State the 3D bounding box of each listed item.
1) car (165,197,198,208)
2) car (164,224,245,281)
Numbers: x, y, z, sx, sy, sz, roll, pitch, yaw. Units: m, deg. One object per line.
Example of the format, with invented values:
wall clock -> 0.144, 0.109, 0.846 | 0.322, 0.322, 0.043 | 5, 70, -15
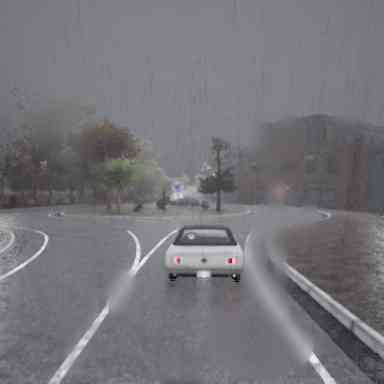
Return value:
car -> -1.540, 1.444, 47.197 | 4.892, 1.490, 1.837 | 2, 0, 12
car -> 0.405, 1.599, 9.835 | 1.895, 1.301, 4.718 | 0, 0, 3
